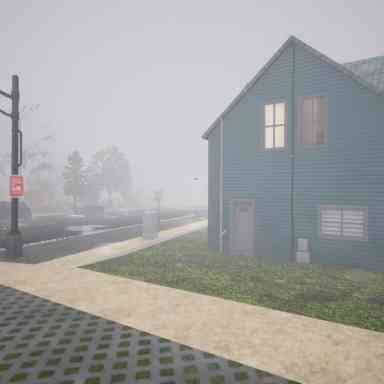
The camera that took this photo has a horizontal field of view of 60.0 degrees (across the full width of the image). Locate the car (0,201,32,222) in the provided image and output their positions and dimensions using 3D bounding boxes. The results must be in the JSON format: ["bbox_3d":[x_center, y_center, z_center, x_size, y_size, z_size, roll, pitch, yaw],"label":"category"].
[{"bbox_3d":[-15.822,1.567,27.965,2.097,1.767,4.553,1,-1,17],"label":"car"}]

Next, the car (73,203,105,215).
[{"bbox_3d":[-12.094,1.955,39.349,1.994,1.385,4.181,1,-1,19],"label":"car"}]
